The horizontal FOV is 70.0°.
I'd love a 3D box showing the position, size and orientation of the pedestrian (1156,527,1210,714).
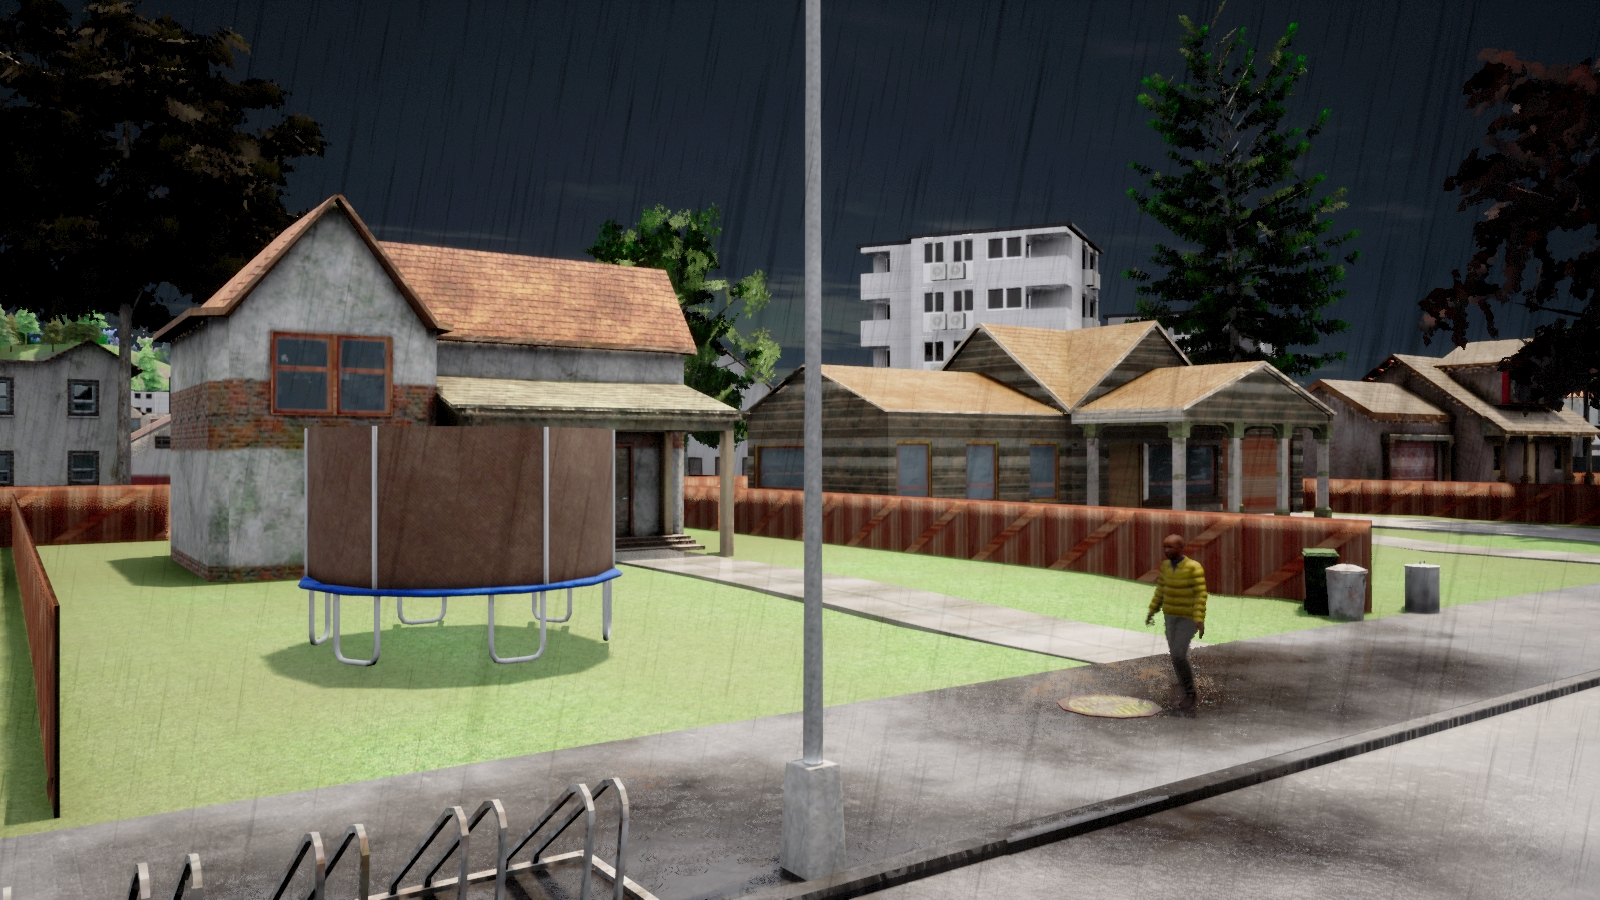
[{"bbox_3d":[3.968,1.746,11.837,0.375,1.860,0.375,0,0,-31],"label":"pedestrian"}]
